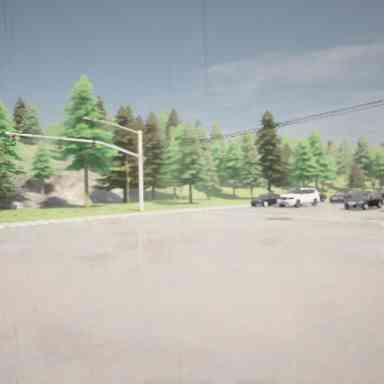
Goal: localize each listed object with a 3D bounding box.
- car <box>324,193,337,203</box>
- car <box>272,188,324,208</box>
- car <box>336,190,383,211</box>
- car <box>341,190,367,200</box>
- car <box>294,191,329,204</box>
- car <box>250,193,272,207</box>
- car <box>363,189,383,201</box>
[{"bbox_3d":[19.323,0.642,42.325,4.902,1.511,2.128,-2,1,-38],"label":"car"},{"bbox_3d":[11.626,0.598,36.202,5.566,2.045,2.150,-2,1,-39],"label":"car"},{"bbox_3d":[15.780,0.836,30.558,4.902,1.511,2.128,-2,1,-39],"label":"car"},{"bbox_3d":[25.019,0.463,51.300,4.674,1.442,1.812,-2,1,-38],"label":"car"},{"bbox_3d":[15.874,0.698,44.057,4.902,1.511,2.128,-2,1,-38],"label":"car"},{"bbox_3d":[8.722,0.922,38.344,4.892,1.490,1.837,-2,1,-39],"label":"car"},{"bbox_3d":[27.265,0.408,48.617,4.902,1.511,2.128,-2,1,-38],"label":"car"}]
